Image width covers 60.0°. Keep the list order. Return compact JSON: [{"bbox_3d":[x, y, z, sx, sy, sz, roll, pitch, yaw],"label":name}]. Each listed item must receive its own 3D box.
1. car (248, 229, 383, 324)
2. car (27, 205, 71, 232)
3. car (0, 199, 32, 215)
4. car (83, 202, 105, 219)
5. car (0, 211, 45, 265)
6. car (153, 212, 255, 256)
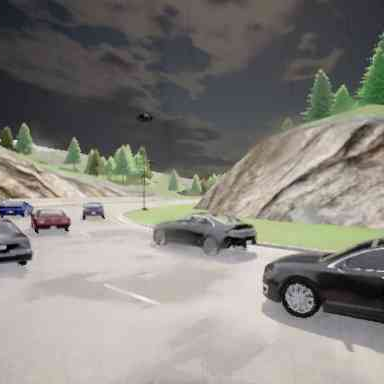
[{"bbox_3d":[3.677,1.563,5.904,4.892,1.490,1.837,0,0,36],"label":"car"},{"bbox_3d":[-8.728,1.672,20.329,1.895,1.301,4.718,0,0,-29],"label":"car"},{"bbox_3d":[-16.329,1.569,31.338,1.882,1.535,5.008,0,0,-13],"label":"car"},{"bbox_3d":[-9.120,1.656,30.954,1.812,1.442,4.674,0,0,-15],"label":"car"},{"bbox_3d":[-6.816,1.576,11.085,2.033,1.411,5.357,1,0,-39],"label":"car"},{"bbox_3d":[0.353,1.575,13.583,2.128,1.511,4.902,0,0,-44],"label":"car"}]
